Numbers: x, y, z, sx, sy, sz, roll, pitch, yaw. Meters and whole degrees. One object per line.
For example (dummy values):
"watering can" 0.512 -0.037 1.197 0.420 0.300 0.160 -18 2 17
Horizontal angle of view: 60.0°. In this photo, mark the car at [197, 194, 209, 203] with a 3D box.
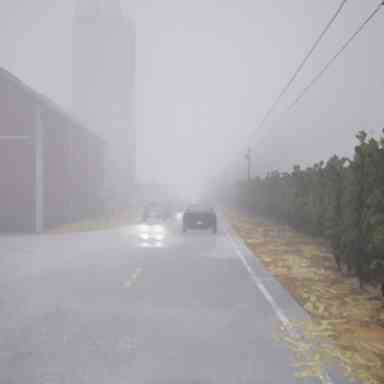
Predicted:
"car" 2.273 1.341 68.683 2.097 1.767 4.553 0 0 -4

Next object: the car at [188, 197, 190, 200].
"car" -1.135 1.484 49.324 2.128 1.511 4.902 0 0 3

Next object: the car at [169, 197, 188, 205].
"car" -2.007 1.347 36.654 2.097 1.767 4.553 0 0 4

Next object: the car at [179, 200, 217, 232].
"car" 0.480 1.474 19.954 1.882 1.535 5.008 0 0 2

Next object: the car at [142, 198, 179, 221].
"car" -2.660 1.488 26.732 2.128 1.511 4.902 0 0 5

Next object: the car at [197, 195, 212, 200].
"car" 2.512 1.483 58.576 2.128 1.511 4.902 0 0 -1
